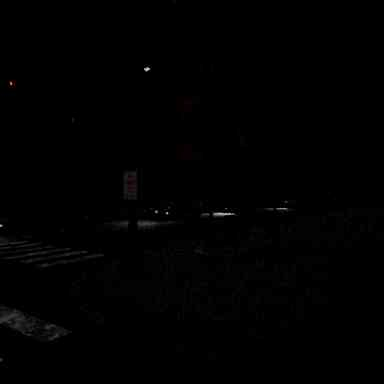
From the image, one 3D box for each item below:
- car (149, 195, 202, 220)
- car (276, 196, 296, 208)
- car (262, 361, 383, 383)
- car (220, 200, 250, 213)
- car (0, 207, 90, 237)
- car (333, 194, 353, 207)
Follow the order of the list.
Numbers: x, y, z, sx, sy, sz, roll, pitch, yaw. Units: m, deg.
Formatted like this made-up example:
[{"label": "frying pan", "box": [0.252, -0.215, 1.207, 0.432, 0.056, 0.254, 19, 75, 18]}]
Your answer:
[{"label": "car", "box": [-1.251, 1.251, 28.742, 2.150, 2.045, 5.566, 0, 0, 35]}, {"label": "car", "box": [14.095, 1.491, 50.245, 2.097, 1.767, 4.553, 0, 0, 35]}, {"label": "car", "box": [2.178, 1.551, 1.289, 4.403, 1.369, 2.008, 0, 0, 36]}, {"label": "car", "box": [4.844, 1.611, 37.303, 1.994, 1.385, 4.181, 0, 0, 37]}, {"label": "car", "box": [-8.401, 1.553, 18.659, 2.033, 1.411, 5.357, 0, 0, 35]}, {"label": "car", "box": [24.063, 1.342, 52.899, 2.150, 2.045, 5.566, 0, 0, 35]}]
